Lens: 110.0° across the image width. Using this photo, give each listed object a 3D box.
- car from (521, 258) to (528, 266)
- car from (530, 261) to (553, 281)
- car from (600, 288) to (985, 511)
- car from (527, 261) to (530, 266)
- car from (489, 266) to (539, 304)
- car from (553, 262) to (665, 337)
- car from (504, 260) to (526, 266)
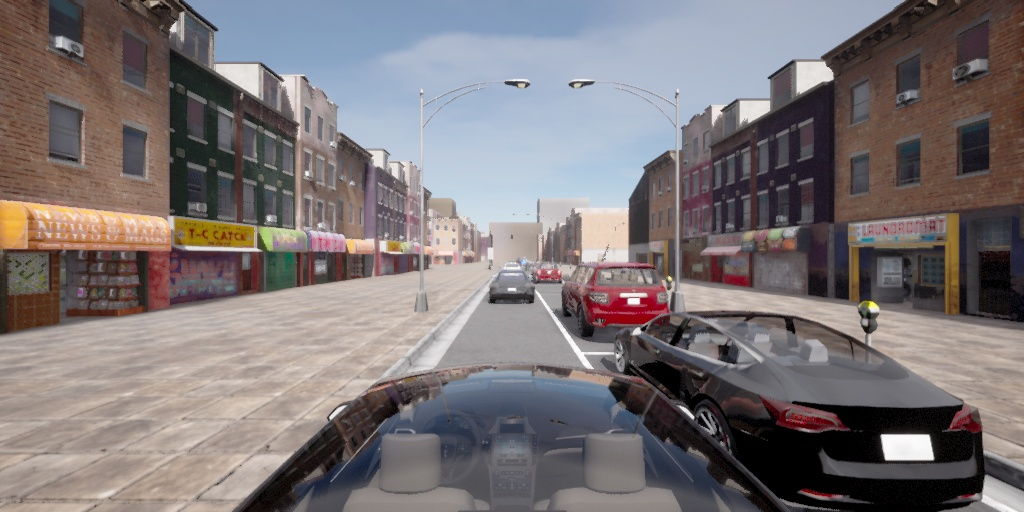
[{"bbox_3d":[2.638,1.331,49.906,2.007,1.370,4.403,0,0,0],"label":"car"},{"bbox_3d":[2.638,1.192,27.189,1.967,1.591,4.097,0,0,0],"label":"car"},{"bbox_3d":[2.638,1.313,4.470,1.948,1.339,4.313,0,0,0],"label":"car"},{"bbox_3d":[2.638,1.337,32.869,1.802,1.307,4.207,0,0,0],"label":"car"},{"bbox_3d":[0.000,1.323,16.500,1.994,1.385,4.181,0,0,0],"label":"car"},{"bbox_3d":[2.638,1.063,10.151,2.192,1.841,5.009,0,0,0],"label":"car"},{"bbox_3d":[0.000,1.288,31.501,1.812,1.442,4.674,0,0,0],"label":"car"}]
